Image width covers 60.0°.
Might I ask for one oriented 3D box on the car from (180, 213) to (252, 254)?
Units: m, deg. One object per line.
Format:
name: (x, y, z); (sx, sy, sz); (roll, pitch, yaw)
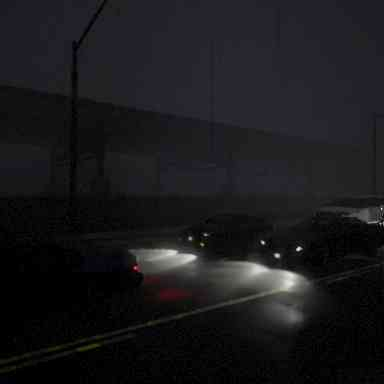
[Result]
car: (1.569, 1.574, 13.688); (4.181, 1.385, 1.994); (0, 0, -35)

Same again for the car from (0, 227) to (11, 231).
car: (-5.733, 1.614, 8.501); (4.718, 1.301, 1.895); (0, 0, -35)

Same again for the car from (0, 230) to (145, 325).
car: (-3.506, 1.555, 5.824); (5.357, 1.411, 2.033); (0, 0, -38)

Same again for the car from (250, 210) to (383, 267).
car: (4.784, 1.553, 11.679); (5.357, 1.411, 2.033); (0, 0, -35)

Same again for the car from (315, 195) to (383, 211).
car: (9.279, 1.197, 19.129); (5.566, 2.045, 2.150); (0, 0, -35)
